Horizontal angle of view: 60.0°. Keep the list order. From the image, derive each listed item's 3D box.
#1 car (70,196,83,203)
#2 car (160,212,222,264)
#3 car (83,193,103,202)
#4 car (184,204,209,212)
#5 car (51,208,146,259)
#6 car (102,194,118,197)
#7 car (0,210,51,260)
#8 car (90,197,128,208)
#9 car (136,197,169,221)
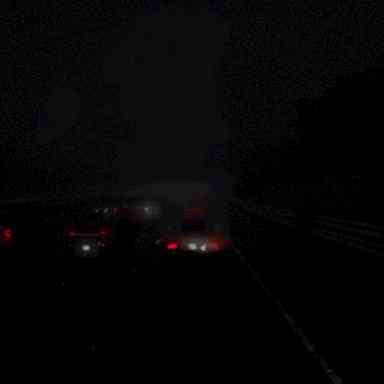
[{"bbox_3d":[-22.618,1.477,66.524,1.812,1.442,4.674,0,1,3],"label":"car"},{"bbox_3d":[0.077,1.668,12.212,2.033,1.411,5.357,0,-1,1],"label":"car"},{"bbox_3d":[-19.127,1.180,66.259,2.150,2.045,5.566,0,1,3],"label":"car"},{"bbox_3d":[0.371,1.723,28.032,2.128,1.511,4.902,0,0,2],"label":"car"},{"bbox_3d":[-3.398,1.622,13.249,2.128,1.511,4.902,0,0,1],"label":"car"},{"bbox_3d":[-15.628,1.496,66.179,2.033,1.411,5.357,0,1,3],"label":"car"},{"bbox_3d":[-6.898,1.479,13.187,2.097,1.767,4.553,0,-1,1],"label":"car"},{"bbox_3d":[-6.628,1.580,28.100,2.097,1.767,4.553,0,0,2],"label":"car"},{"bbox_3d":[-3.163,1.451,27.169,2.150,2.045,5.566,0,0,2],"label":"car"}]
